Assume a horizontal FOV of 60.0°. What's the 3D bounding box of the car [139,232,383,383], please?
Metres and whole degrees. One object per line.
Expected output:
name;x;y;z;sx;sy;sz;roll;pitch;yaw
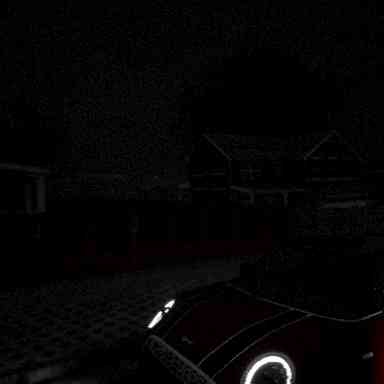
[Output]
car;1.670;1.372;4.074;4.553;1.767;2.097;0;0;-33
